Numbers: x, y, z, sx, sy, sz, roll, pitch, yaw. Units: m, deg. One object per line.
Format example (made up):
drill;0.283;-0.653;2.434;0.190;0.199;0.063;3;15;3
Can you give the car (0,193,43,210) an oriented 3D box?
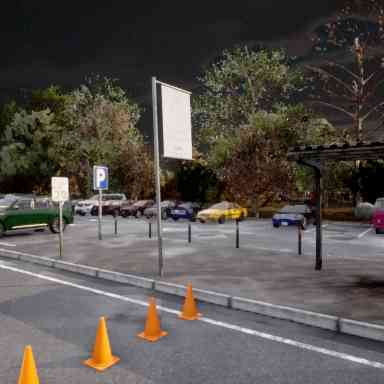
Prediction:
car;-22.534;1.153;42.858;2.435;2.045;5.566;0;0;35

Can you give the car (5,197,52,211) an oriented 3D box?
car;-20.233;1.452;41.310;2.163;1.488;4.792;0;0;35

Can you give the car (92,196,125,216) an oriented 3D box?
car;-6.616;1.466;31.710;2.097;1.535;5.008;0;0;35

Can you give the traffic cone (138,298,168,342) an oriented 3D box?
traffic cone;-0.617;1.957;5.220;0.340;0.580;0.340;0;0;35

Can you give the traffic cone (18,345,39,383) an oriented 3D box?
traffic cone;-1.767;1.957;3.587;0.340;0.580;0.340;0;0;35

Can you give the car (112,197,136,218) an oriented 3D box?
car;-4.345;1.469;30.113;2.097;1.535;5.008;0;0;35

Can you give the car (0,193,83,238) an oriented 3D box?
car;-8.903;1.221;17.289;2.435;2.045;5.566;0;0;35

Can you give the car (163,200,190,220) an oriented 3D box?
car;0.210;1.504;26.941;2.163;1.488;4.792;0;0;35

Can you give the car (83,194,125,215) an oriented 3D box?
car;-8.906;1.212;33.278;2.435;2.045;5.566;0;0;35

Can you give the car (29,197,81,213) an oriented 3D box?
car;-15.598;1.444;38.243;1.946;1.575;5.366;0;0;35

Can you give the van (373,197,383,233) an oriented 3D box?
van;11.614;1.264;19.032;1.878;1.987;4.442;0;0;35

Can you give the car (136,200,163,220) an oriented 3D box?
car;-2.073;1.473;28.518;2.231;1.521;4.892;0;0;35

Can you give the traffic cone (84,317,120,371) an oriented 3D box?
traffic cone;-1.192;1.957;4.404;0.340;0.580;0.340;0;0;35

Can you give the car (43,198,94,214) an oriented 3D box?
car;-13.435;1.455;36.490;2.097;1.535;5.008;0;0;35

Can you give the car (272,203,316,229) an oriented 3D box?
car;6.989;1.513;22.104;2.163;1.488;4.792;0;0;35

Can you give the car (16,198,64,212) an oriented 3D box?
car;-17.989;1.469;39.662;2.163;1.488;4.792;0;0;35

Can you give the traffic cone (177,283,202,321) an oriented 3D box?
traffic cone;-0.042;1.957;6.036;0.340;0.580;0.340;0;0;36

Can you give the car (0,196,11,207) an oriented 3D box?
car;-29.225;1.332;47.823;1.946;1.575;5.366;1;0;35

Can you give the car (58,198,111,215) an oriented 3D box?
car;-11.163;1.461;34.892;2.231;1.521;4.892;0;0;35

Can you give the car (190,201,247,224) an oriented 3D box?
car;2.357;1.475;25.169;1.946;1.575;5.366;0;0;35
